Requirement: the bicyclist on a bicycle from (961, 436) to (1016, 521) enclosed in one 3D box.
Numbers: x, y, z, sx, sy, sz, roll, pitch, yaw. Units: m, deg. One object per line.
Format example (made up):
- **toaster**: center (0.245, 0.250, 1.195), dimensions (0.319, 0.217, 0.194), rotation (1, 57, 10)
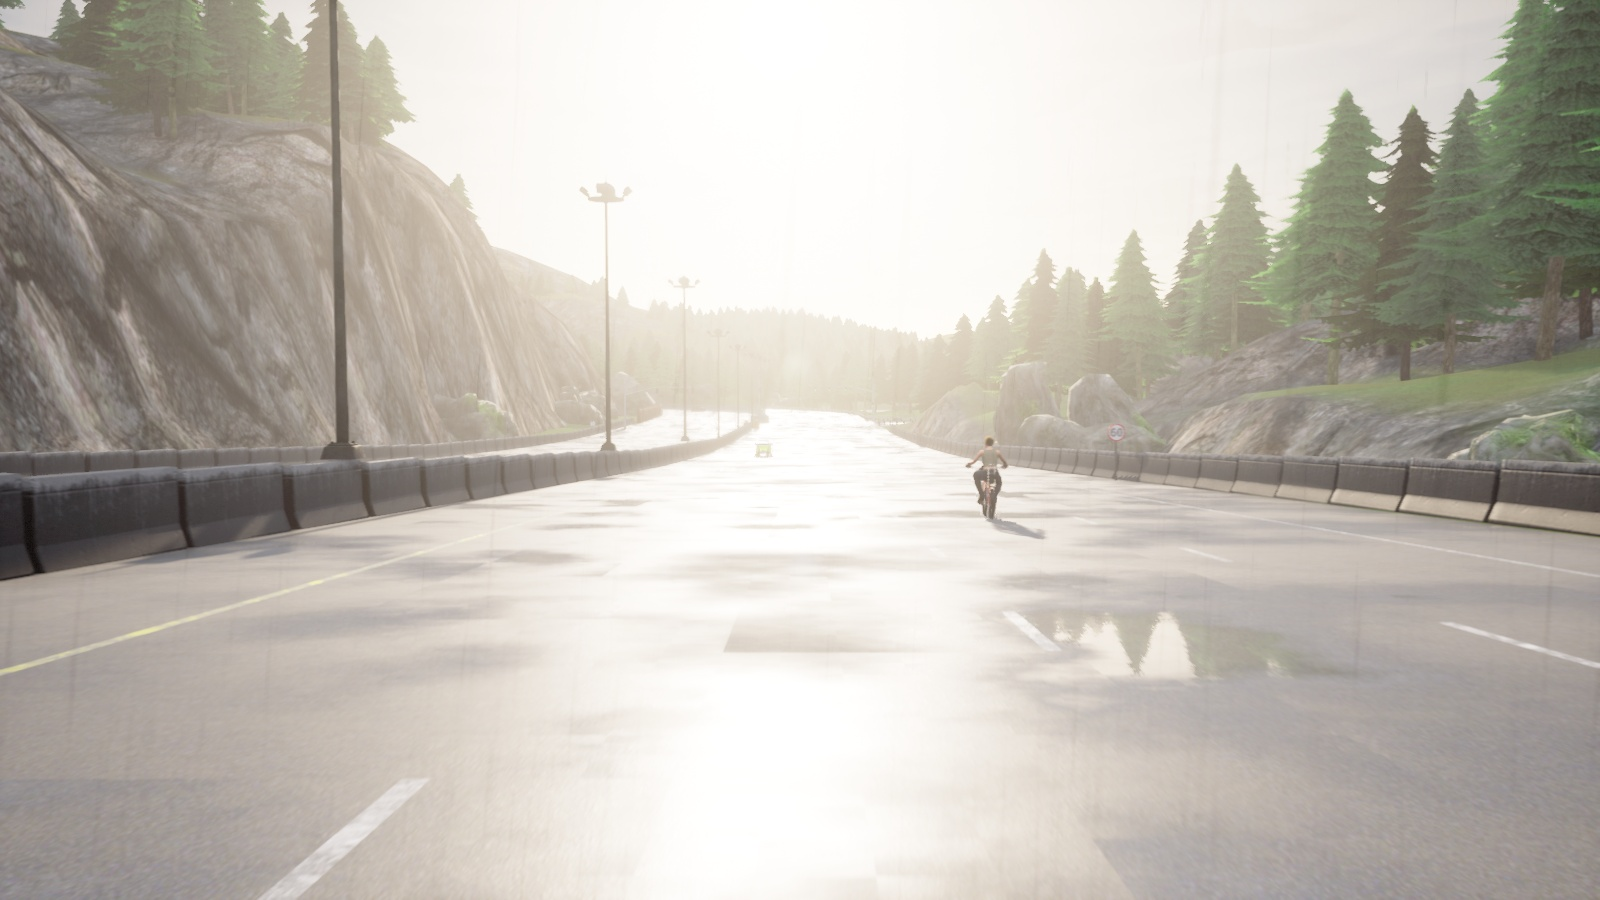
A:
- **bicyclist on a bicycle**: center (3.675, 0.536, 24.567), dimensions (0.866, 1.612, 1.509), rotation (0, 0, 0)
